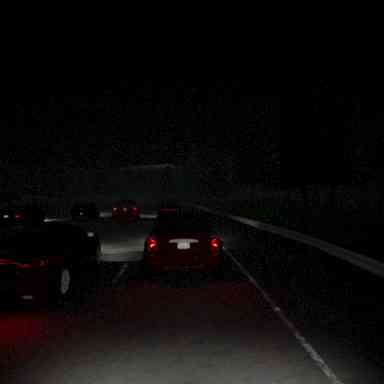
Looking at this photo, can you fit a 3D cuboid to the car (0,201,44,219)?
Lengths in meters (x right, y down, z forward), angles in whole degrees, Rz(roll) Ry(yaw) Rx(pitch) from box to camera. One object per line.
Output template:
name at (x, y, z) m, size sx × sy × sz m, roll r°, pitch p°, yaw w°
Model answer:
car at (-11.926, 1.596, 23.377) m, size 2.033 × 1.411 × 5.357 m, roll 0°, pitch 0°, yaw -7°

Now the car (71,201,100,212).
car at (-9.189, 1.541, 28.953) m, size 2.128 × 1.511 × 4.902 m, roll 0°, pitch 0°, yaw -8°

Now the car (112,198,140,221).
car at (-5.557, 1.394, 28.258) m, size 2.097 × 1.767 × 4.553 m, roll 0°, pitch 0°, yaw -8°

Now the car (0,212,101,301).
car at (-3.698, 1.494, 8.450) m, size 1.882 × 1.535 × 5.008 m, roll 0°, pitch 0°, yaw -3°

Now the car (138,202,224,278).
car at (-0.304, 1.364, 10.425) m, size 2.097 × 1.767 × 4.553 m, roll 0°, pitch 0°, yaw -3°

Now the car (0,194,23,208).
car at (-28.872, 1.426, 53.478) m, size 2.150 × 2.045 × 5.566 m, roll 0°, pitch 0°, yaw -16°
